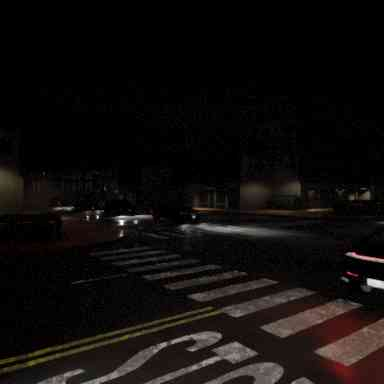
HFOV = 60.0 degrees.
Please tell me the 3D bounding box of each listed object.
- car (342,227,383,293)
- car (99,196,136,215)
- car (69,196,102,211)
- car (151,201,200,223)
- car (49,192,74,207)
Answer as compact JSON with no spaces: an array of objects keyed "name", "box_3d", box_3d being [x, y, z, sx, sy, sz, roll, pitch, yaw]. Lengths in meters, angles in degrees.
[{"name":"car","box_3d":[5.400,1.489,7.616,4.902,1.511,2.128,0,0,-36]},{"name":"car","box_3d":[-7.356,1.501,33.643,1.837,1.490,4.892,0,0,-36]},{"name":"car","box_3d":[-13.412,1.544,41.977,2.033,1.411,5.357,0,0,-36]},{"name":"car","box_3d":[-1.337,1.488,25.394,2.128,1.511,4.902,0,0,-37]},{"name":"car","box_3d":[-20.583,1.217,51.930,2.150,2.045,5.566,0,0,-37]}]
